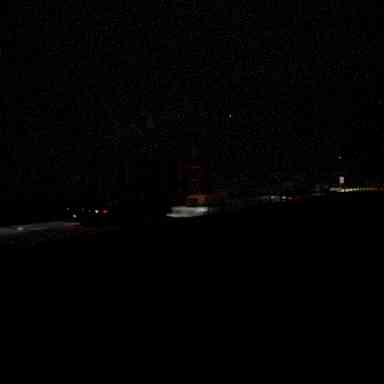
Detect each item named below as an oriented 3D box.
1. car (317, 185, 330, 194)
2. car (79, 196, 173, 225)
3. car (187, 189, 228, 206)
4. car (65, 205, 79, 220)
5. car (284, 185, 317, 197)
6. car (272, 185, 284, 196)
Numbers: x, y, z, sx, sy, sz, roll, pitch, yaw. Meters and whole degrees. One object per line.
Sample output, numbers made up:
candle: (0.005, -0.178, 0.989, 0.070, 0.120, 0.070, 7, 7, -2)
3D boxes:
car: (20.366, -0.490, 52.471, 1.994, 1.385, 4.181, 0, 2, 35)
car: (-3.403, 0.954, 19.016, 2.033, 1.411, 5.357, 0, 2, 35)
car: (1.465, 0.425, 30.784, 1.882, 1.535, 5.008, 0, 2, 36)
car: (-5.509, 0.993, 20.973, 1.895, 1.301, 4.718, 0, 2, 35)
car: (14.436, -0.214, 44.036, 2.128, 1.511, 4.902, 0, 2, 36)
car: (12.779, -0.239, 46.593, 1.837, 1.490, 4.892, 0, 2, 36)
